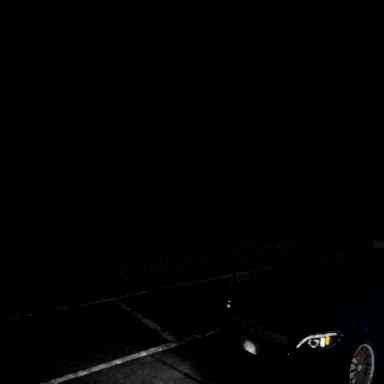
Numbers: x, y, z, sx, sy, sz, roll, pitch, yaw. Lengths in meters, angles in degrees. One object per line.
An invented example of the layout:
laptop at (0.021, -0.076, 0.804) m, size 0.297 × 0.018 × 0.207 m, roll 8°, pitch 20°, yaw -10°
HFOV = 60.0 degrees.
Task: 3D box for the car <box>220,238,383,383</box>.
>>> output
car at (2.573, 1.520, 5.195) m, size 4.674 × 1.442 × 1.812 m, roll 0°, pitch 0°, yaw -35°
